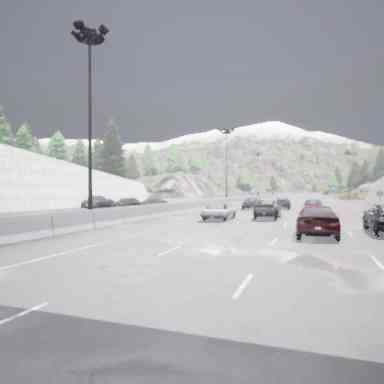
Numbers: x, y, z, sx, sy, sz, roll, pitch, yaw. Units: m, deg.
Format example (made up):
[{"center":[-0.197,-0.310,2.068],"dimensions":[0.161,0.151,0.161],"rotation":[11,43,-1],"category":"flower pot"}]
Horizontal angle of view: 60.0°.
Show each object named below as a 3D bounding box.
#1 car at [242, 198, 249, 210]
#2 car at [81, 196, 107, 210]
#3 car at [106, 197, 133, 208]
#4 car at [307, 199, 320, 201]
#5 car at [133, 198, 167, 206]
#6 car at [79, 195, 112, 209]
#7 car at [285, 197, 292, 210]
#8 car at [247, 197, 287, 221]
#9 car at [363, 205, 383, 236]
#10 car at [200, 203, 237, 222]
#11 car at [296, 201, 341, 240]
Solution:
[{"center":[7.401,1.436,40.925],"dimensions":[2.033,1.411,5.357],"rotation":[0,0,19],"category":"car"},{"center":[-11.337,1.438,40.836],"dimensions":[2.128,1.511,4.902],"rotation":[0,0,20],"category":"car"},{"center":[-7.856,1.443,40.166],"dimensions":[1.837,1.490,4.892],"rotation":[0,0,20],"category":"car"},{"center":[12.127,1.437,33.280],"dimensions":[2.033,1.411,5.357],"rotation":[0,0,19],"category":"car"},{"center":[-4.553,1.436,39.008],"dimensions":[1.837,1.490,4.892],"rotation":[0,0,20],"category":"car"},{"center":[-13.251,1.294,45.812],"dimensions":[2.097,1.767,4.553],"rotation":[0,0,19],"category":"car"},{"center":[11.463,1.363,41.924],"dimensions":[2.128,1.511,4.902],"rotation":[0,0,19],"category":"car"},{"center":[6.157,1.412,26.877],"dimensions":[2.128,1.511,4.902],"rotation":[0,0,19],"category":"car"},{"center":[10.273,1.422,17.500],"dimensions":[2.128,1.511,4.902],"rotation":[0,0,19],"category":"car"},{"center":[2.191,1.538,26.151],"dimensions":[1.895,1.301,4.718],"rotation":[0,0,19],"category":"car"},{"center":[6.287,1.422,16.722],"dimensions":[1.882,1.535,5.008],"rotation":[0,0,19],"category":"car"}]
